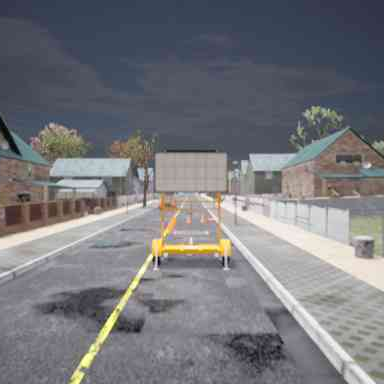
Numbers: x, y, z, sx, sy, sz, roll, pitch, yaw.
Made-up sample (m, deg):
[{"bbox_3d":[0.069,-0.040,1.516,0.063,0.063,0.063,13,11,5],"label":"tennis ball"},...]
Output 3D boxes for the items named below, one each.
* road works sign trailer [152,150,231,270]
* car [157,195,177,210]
[{"bbox_3d":[-0.027,0.427,10.846,2.380,3.560,2.880,0,0,0],"label":"road works sign trailer"},{"bbox_3d":[-2.946,1.207,40.011,2.097,1.767,4.553,0,0,0],"label":"car"}]
